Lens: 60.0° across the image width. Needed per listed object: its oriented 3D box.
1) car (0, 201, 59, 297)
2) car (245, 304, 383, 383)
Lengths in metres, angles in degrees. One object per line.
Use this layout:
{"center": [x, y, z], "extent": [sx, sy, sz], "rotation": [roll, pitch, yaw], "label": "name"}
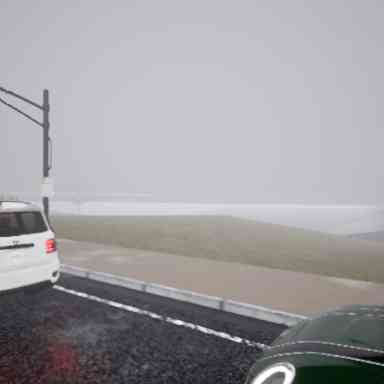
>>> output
{"center": [-5.288, 1.220, 7.455], "extent": [5.566, 2.045, 2.150], "rotation": [0, 0, 35], "label": "car"}
{"center": [2.523, 1.352, 1.886], "extent": [4.553, 1.767, 2.097], "rotation": [0, 0, 35], "label": "car"}
